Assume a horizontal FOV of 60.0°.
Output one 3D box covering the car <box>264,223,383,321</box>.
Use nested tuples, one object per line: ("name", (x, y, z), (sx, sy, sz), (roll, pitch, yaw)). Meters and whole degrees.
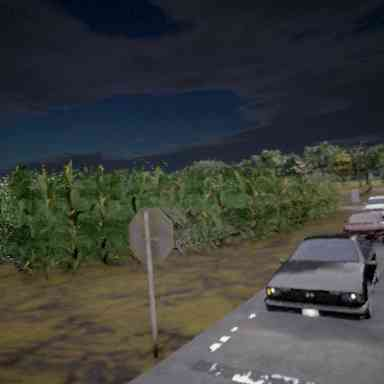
("car", (3.472, 1.775, 8.185), (2.033, 1.411, 5.357), (-6, -3, 32))

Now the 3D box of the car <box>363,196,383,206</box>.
("car", (16.983, 1.435, 30.090), (2.150, 2.045, 5.566), (-6, -2, 32))

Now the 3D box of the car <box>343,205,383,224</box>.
("car", (9.129, 1.733, 17.346), (1.882, 1.535, 5.008), (-6, -3, 32))
